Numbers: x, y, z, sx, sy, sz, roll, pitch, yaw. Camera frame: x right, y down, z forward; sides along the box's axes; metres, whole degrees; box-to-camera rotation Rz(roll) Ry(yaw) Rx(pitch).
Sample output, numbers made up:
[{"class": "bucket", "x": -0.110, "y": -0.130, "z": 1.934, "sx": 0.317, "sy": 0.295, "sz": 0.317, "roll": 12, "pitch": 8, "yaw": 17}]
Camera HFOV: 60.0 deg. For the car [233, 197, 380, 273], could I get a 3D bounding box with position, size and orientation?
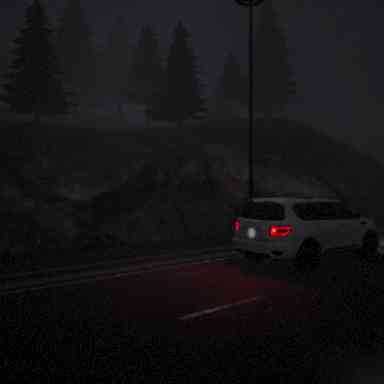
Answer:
[{"class": "car", "x": 3.840, "y": 1.192, "z": 10.791, "sx": 5.566, "sy": 2.045, "sz": 2.150, "roll": 0, "pitch": 0, "yaw": -36}]
